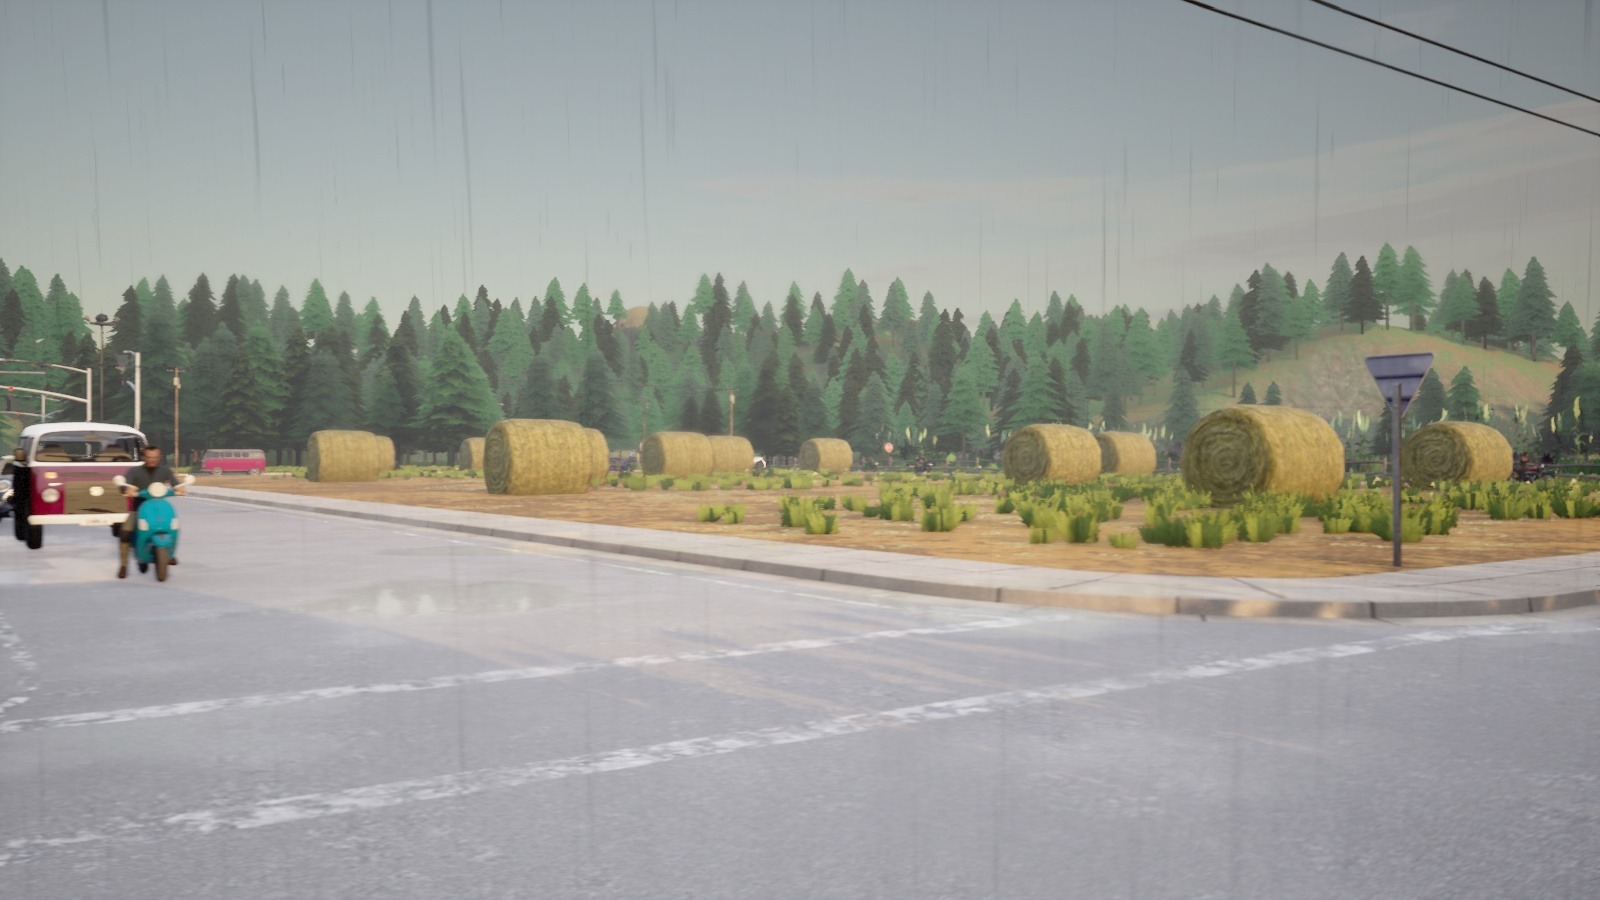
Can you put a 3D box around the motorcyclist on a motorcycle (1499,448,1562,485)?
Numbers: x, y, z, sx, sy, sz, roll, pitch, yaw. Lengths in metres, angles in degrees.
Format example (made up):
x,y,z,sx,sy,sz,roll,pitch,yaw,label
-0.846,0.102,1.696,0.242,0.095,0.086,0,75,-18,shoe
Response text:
x,y,z,sx,sy,sz,roll,pitch,yaw,label
32.772,0.735,56.371,0.766,1.649,2.350,0,0,-32,motorcyclist on a motorcycle

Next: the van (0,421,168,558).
x,y,z,sx,sy,sz,roll,pitch,yaw,label
-12.155,0.597,21.113,2.069,2.038,4.480,0,0,-36,van

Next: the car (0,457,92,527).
x,y,z,sx,sy,sz,roll,pitch,yaw,label
-17.312,0.895,28.289,1.970,1.475,3.806,0,0,-36,car

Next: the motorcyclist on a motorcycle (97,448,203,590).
x,y,z,sx,sy,sz,roll,pitch,yaw,label
-7.845,0.780,15.116,0.866,1.590,1.817,0,0,-36,motorcyclist on a motorcycle
